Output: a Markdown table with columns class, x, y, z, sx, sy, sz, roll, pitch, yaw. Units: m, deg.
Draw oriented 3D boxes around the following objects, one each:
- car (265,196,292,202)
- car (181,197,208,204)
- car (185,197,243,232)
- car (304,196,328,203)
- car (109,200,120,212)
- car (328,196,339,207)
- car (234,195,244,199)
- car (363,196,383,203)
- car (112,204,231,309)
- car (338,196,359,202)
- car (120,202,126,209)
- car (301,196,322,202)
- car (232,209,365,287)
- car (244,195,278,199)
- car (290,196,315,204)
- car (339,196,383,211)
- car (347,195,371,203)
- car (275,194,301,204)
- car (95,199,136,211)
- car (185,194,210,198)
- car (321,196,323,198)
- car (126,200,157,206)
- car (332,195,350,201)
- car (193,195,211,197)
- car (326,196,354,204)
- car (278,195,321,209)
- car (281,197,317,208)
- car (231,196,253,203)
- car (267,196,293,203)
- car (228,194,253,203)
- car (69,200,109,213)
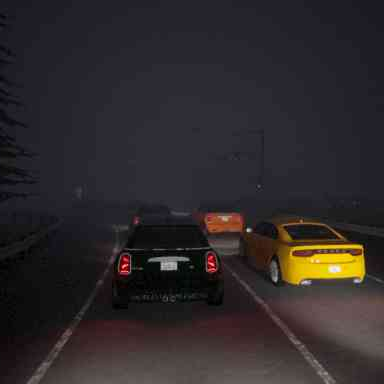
| class | x | y | z | sx | sy | sz | roll | pitch | yaw |
| --- | --- | --- | --- | --- | --- | --- | --- | --- | --- |
| car | 19.059 | 1.540 | 73.337 | 5.357 | 1.411 | 2.033 | 0 | 0 | -19 |
| car | 0.514 | 1.601 | 63.404 | 4.718 | 1.301 | 1.895 | 0 | 0 | -19 |
| car | 1.203 | 1.352 | 18.342 | 2.097 | 1.767 | 4.553 | 0 | 0 | -12 |
| car | 27.009 | 1.524 | 72.402 | 4.674 | 1.442 | 1.812 | 0 | 0 | -19 |
| car | -5.685 | 1.552 | 35.197 | 5.357 | 1.411 | 2.033 | 0 | 0 | -19 |
| car | 21.120 | 1.351 | 44.348 | 4.553 | 1.767 | 2.097 | 0 | 0 | -19 |
| car | 10.786 | 1.352 | 63.195 | 4.553 | 1.767 | 2.097 | 0 | 0 | -19 |
| car | 38.651 | 1.540 | 70.075 | 5.357 | 1.411 | 2.033 | 0 | 0 | -29 |
| car | -0.631 | 1.352 | 8.095 | 2.097 | 1.767 | 4.553 | 0 | 0 | -6 |
| car | 36.149 | 1.595 | 76.718 | 4.718 | 1.301 | 1.895 | 0 | 0 | -29 |
| car | -4.223 | 1.530 | 31.997 | 4.674 | 1.442 | 1.812 | 0 | 0 | -19 |
| car | 27.459 | 1.553 | 76.347 | 4.181 | 1.385 | 1.994 | 0 | 0 | -21 |
| car | 2.730 | 1.478 | 9.456 | 1.882 | 1.535 | 5.008 | 0 | 0 | -6 |
| car | 12.503 | 1.491 | 60.096 | 4.902 | 1.511 | 2.128 | 0 | 0 | -19 |
| car | 20.954 | 1.564 | 62.950 | 4.181 | 1.385 | 1.994 | 0 | 0 | -19 |
| car | 20.802 | 1.351 | 40.541 | 4.553 | 1.767 | 2.097 | 0 | 0 | -19 |
| car | 36.690 | 1.525 | 73.008 | 4.902 | 1.511 | 2.128 | 0 | 0 | -25 |
| car | 19.078 | 1.352 | 65.965 | 4.553 | 1.767 | 2.097 | 0 | 0 | -18 |
| car | -9.503 | 1.606 | 41.290 | 4.718 | 1.301 | 1.895 | 0 | 0 | -19 |
| car | 1.336 | 1.505 | 59.992 | 4.892 | 1.490 | 1.837 | 0 | 0 | -19 |
| car | 27.321 | 1.524 | 68.797 | 4.674 | 1.442 | 1.812 | 0 | 0 | -19 |
| car | -2.111 | 1.352 | 16.902 | 2.097 | 1.767 | 4.553 | 0 | 0 | -12 |
| car | 36.278 | 1.552 | 80.888 | 4.181 | 1.385 | 1.994 | 0 | 0 | -29 |
| car | 3.075 | 1.601 | 56.889 | 4.718 | 1.301 | 1.895 | 0 | 0 | -19 |
| car | 29.284 | 1.525 | 65.787 | 4.902 | 1.511 | 2.128 | 0 | 0 | -19 |
| car | 14.827 | 1.506 | 45.897 | 4.892 | 1.490 | 1.837 | 0 | 0 | -19 |
| car | 16.114 | 1.492 | 50.036 | 4.902 | 1.511 | 2.128 | 0 | 0 | -19 |
| car | 10.562 | 1.553 | 70.436 | 4.181 | 1.385 | 1.994 | 0 | 0 | -19 |
| car | 18.350 | 1.525 | 69.396 | 4.902 | 1.511 | 2.128 | 0 | 0 | -19 |
| car | 9.730 | 1.352 | 66.501 | 4.553 | 1.767 | 2.097 | 0 | 0 | -18 |
| car | -10.853 | 1.554 | 37.130 | 5.357 | 1.411 | 2.033 | 0 | 0 | -19 |
